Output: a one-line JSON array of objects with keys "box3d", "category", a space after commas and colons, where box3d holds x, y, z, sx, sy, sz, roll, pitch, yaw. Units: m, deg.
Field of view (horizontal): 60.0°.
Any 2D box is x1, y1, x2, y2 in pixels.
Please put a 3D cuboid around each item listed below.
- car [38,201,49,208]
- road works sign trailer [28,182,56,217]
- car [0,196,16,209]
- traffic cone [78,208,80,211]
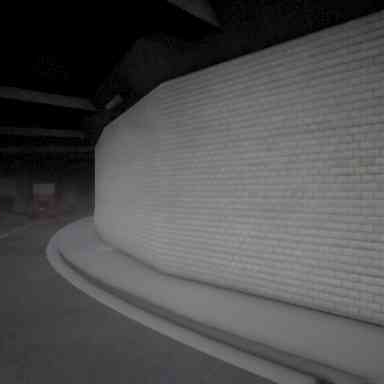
[{"box3d": [-24.880, 2.048, 56.137, 1.994, 1.385, 4.181, 0, -1, 8], "category": "car"}, {"box3d": [-15.398, 0.766, 34.729, 2.380, 3.560, 2.880, 1, -1, -1], "category": "road works sign trailer"}, {"box3d": [-29.099, 1.598, 50.470, 2.150, 2.045, 5.566, 0, -1, 5], "category": "car"}, {"box3d": [-16.207, 2.411, 47.695, 0.340, 0.580, 0.340, 1, -1, -1], "category": "traffic cone"}]
